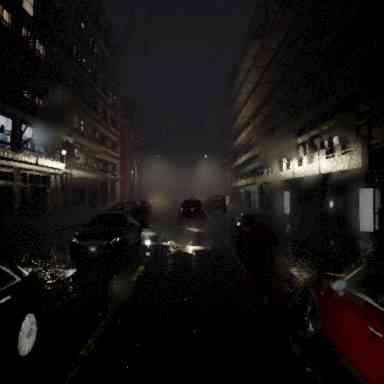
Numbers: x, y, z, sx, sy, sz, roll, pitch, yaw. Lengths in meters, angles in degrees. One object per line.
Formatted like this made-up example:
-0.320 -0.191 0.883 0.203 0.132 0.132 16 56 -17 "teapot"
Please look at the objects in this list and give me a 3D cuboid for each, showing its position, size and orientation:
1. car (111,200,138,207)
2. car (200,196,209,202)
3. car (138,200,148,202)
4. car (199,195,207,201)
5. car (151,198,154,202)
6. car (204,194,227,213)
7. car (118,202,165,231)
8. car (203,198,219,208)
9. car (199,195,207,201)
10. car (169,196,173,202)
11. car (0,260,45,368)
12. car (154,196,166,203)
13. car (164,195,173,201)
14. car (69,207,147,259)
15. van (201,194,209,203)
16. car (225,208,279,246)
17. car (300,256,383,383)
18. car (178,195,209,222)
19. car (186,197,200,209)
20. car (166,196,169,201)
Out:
-5.677 1.520 25.738 1.752 1.417 4.829 1 0 0 "car"
2.716 1.540 75.603 1.887 1.381 4.507 0 0 0 "car"
-5.676 1.545 31.431 2.008 1.369 4.403 1 0 0 "car"
2.716 1.541 81.127 1.887 1.381 4.507 0 0 0 "car"
-5.674 1.538 36.955 1.887 1.381 4.507 1 0 0 "car"
2.709 1.308 36.939 2.192 1.841 5.009 1 0 0 "car"
-2.996 1.559 20.516 1.994 1.385 4.181 0 0 0 "car"
2.709 1.558 47.985 1.947 1.339 4.313 1 0 0 "car"
2.717 1.564 86.651 1.947 1.339 4.313 0 0 0 "car"
-5.665 1.546 75.618 2.008 1.369 4.403 1 0 0 "car"
-3.093 1.506 3.069 1.837 1.490 4.892 0 0 0 "car"
-5.670 1.518 53.354 1.752 1.417 4.829 1 0 0 "car"
-5.664 1.548 81.142 2.008 1.369 4.403 1 0 0 "car"
-3.090 1.522 12.728 1.812 1.442 4.674 0 0 0 "car"
2.716 1.335 70.079 1.690 1.788 3.998 0 0 0 "van"
2.701 1.578 14.845 1.802 1.307 4.206 1 0 0 "car"
2.700 1.439 3.798 1.967 1.590 4.097 1 0 0 "car"
0.030 1.345 26.762 2.097 1.767 4.553 0 0 0 "car"
0.092 1.496 45.551 1.837 1.490 4.892 0 0 0 "car"
-5.669 1.544 59.048 2.008 1.369 4.403 1 0 0 "car"
